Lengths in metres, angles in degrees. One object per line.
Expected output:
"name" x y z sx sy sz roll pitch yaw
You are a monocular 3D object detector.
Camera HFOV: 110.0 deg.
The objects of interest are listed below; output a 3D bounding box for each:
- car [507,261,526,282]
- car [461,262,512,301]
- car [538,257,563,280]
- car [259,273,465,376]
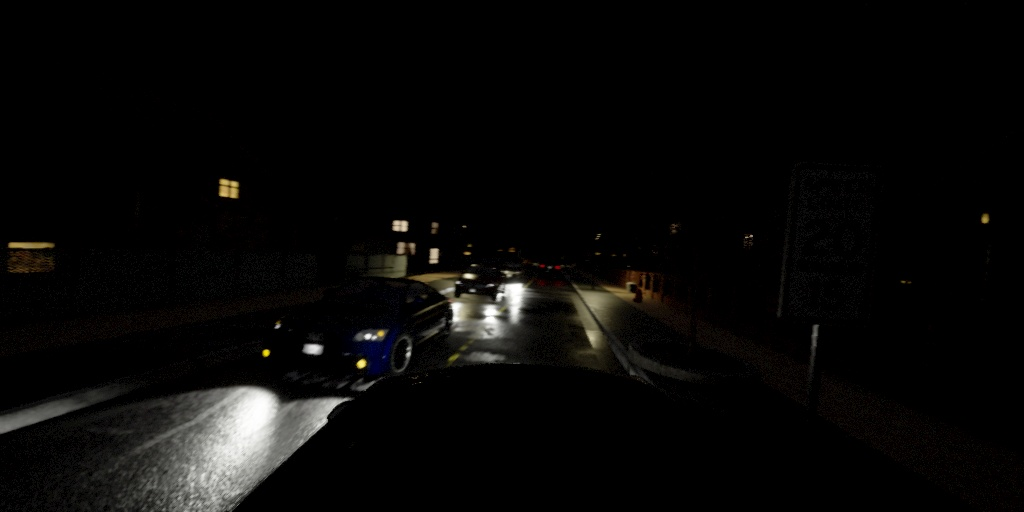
"car" 0.095 1.188 28.888 2.128 1.511 4.902 4 0 7
"car" -1.331 1.134 16.763 1.812 1.442 4.674 4 0 6
"car" 3.822 1.191 35.870 2.150 2.045 5.566 4 0 7
"car" -2.496 1.108 6.905 1.994 1.385 4.181 4 0 7
